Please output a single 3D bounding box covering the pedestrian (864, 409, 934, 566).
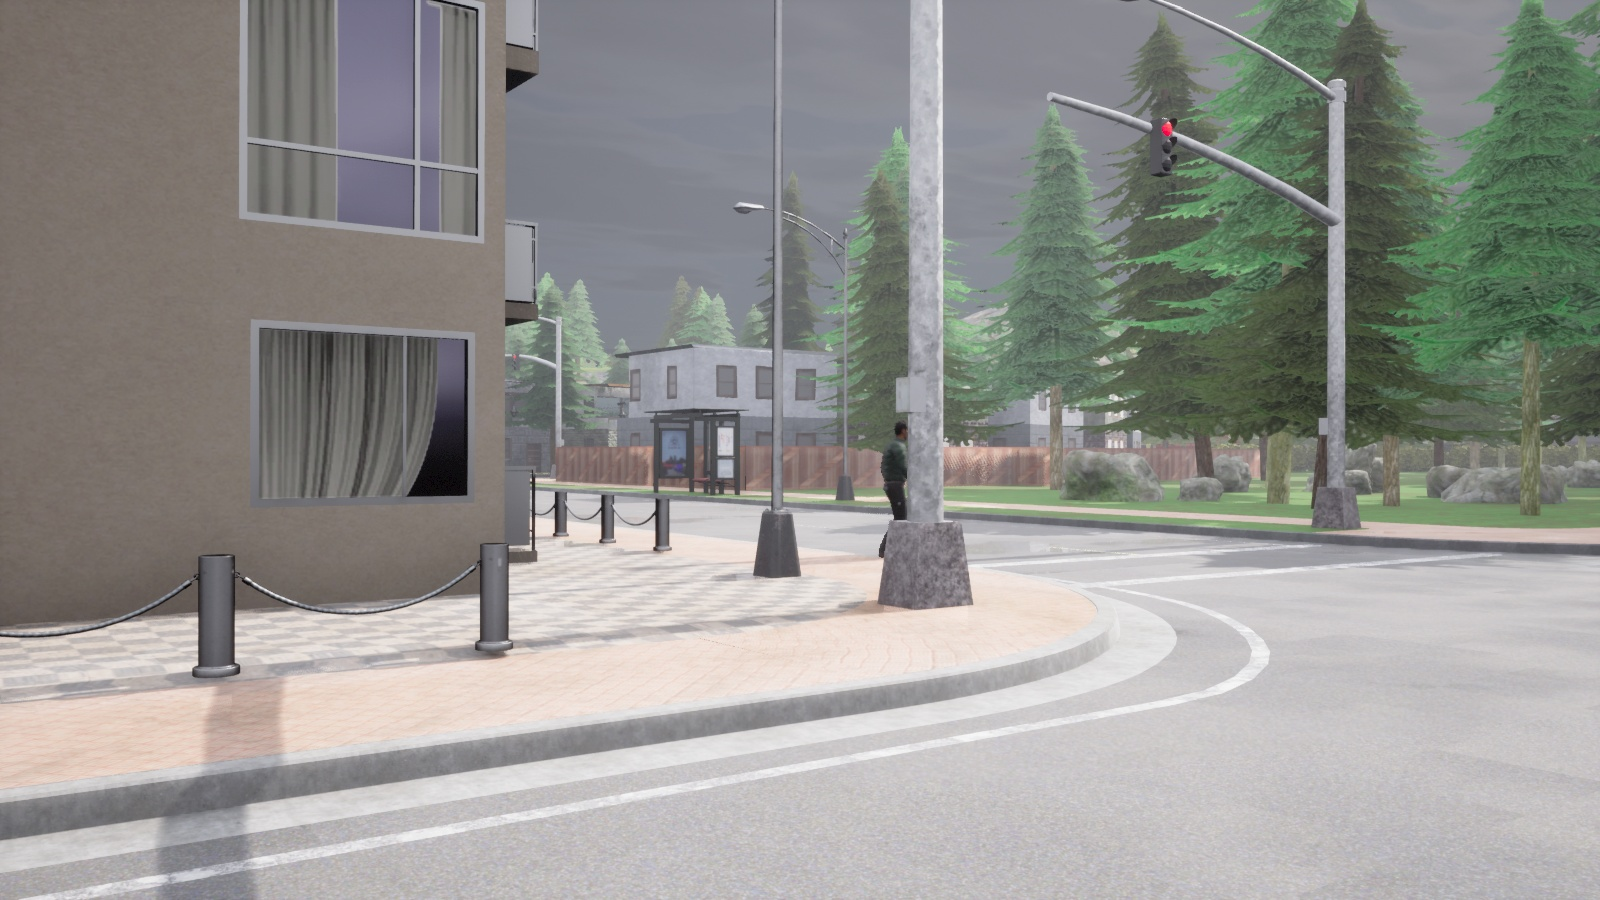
[{"bbox_3d":[1.253,0.469,15.932,0.788,1.949,0.423,0,0,-12],"label":"pedestrian"}]
